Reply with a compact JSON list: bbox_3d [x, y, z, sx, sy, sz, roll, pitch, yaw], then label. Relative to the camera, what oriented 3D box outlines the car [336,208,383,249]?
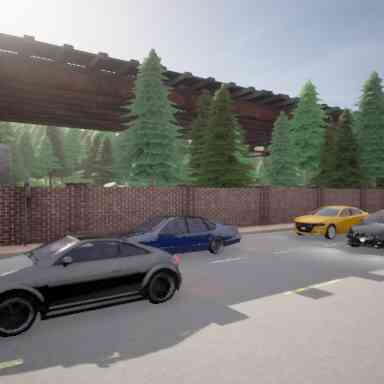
[{"bbox_3d":[8.387,1.501,13.823,4.892,1.490,1.837,-1,1,-34],"label":"car"}]

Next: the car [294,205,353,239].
[{"bbox_3d":[7.442,1.478,17.403,5.008,1.535,1.882,0,0,-34],"label":"car"}]

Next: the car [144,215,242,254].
[{"bbox_3d":[-0.682,1.547,11.942,5.357,1.411,2.033,0,0,-34],"label":"car"}]

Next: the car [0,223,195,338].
[{"bbox_3d":[-2.277,1.563,6.651,4.181,1.385,1.994,0,0,-34],"label":"car"}]
